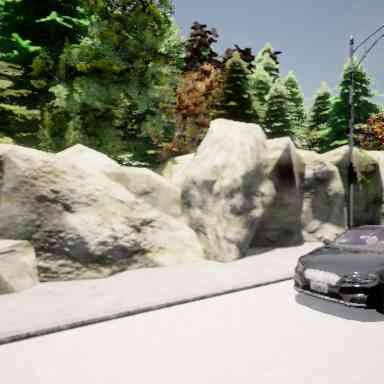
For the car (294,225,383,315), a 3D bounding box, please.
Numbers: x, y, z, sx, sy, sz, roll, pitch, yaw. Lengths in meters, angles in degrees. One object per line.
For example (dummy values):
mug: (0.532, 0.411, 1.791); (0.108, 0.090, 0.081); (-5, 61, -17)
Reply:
car: (4.412, 1.560, 7.747); (4.902, 1.511, 2.128); (1, 0, -35)
